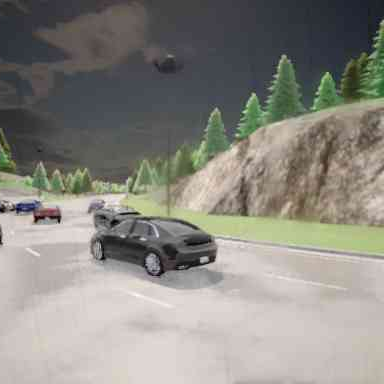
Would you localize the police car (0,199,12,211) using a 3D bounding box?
[{"bbox_3d":[-21.534,1.563,37.487,2.038,1.542,4.974,0,0,-13],"label":"police car"}]

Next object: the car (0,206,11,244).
[{"bbox_3d":[-9.715,1.570,15.177,2.033,1.411,5.357,0,0,-33],"label":"car"}]

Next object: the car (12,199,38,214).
[{"bbox_3d":[-17.585,1.537,36.164,1.882,1.535,5.008,0,0,-14],"label":"car"}]

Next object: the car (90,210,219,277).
[{"bbox_3d":[-1.384,1.527,10.426,4.892,1.490,1.837,0,0,45],"label":"car"}]

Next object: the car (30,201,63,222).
[{"bbox_3d":[-11.403,1.646,26.646,1.895,1.301,4.718,0,0,-19],"label":"car"}]

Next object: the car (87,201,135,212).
[{"bbox_3d":[-4.655,1.531,20.388,2.128,1.511,4.902,0,0,-32],"label":"car"}]

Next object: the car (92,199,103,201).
[{"bbox_3d":[-11.103,1.599,39.037,1.812,1.442,4.674,0,0,-14],"label":"car"}]
